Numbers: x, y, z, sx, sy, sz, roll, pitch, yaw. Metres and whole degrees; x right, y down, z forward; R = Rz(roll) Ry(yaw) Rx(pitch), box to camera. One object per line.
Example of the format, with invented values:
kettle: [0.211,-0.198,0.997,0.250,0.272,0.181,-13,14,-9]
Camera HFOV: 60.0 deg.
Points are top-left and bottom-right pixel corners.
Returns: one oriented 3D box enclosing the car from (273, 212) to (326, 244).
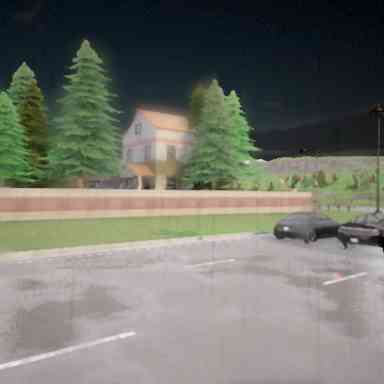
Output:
car: [6.053,1.701,16.785,4.181,1.385,1.994,1,0,-35]

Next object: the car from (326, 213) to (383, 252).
car: [8.093,1.629,13.941,4.902,1.511,2.128,1,0,-35]
